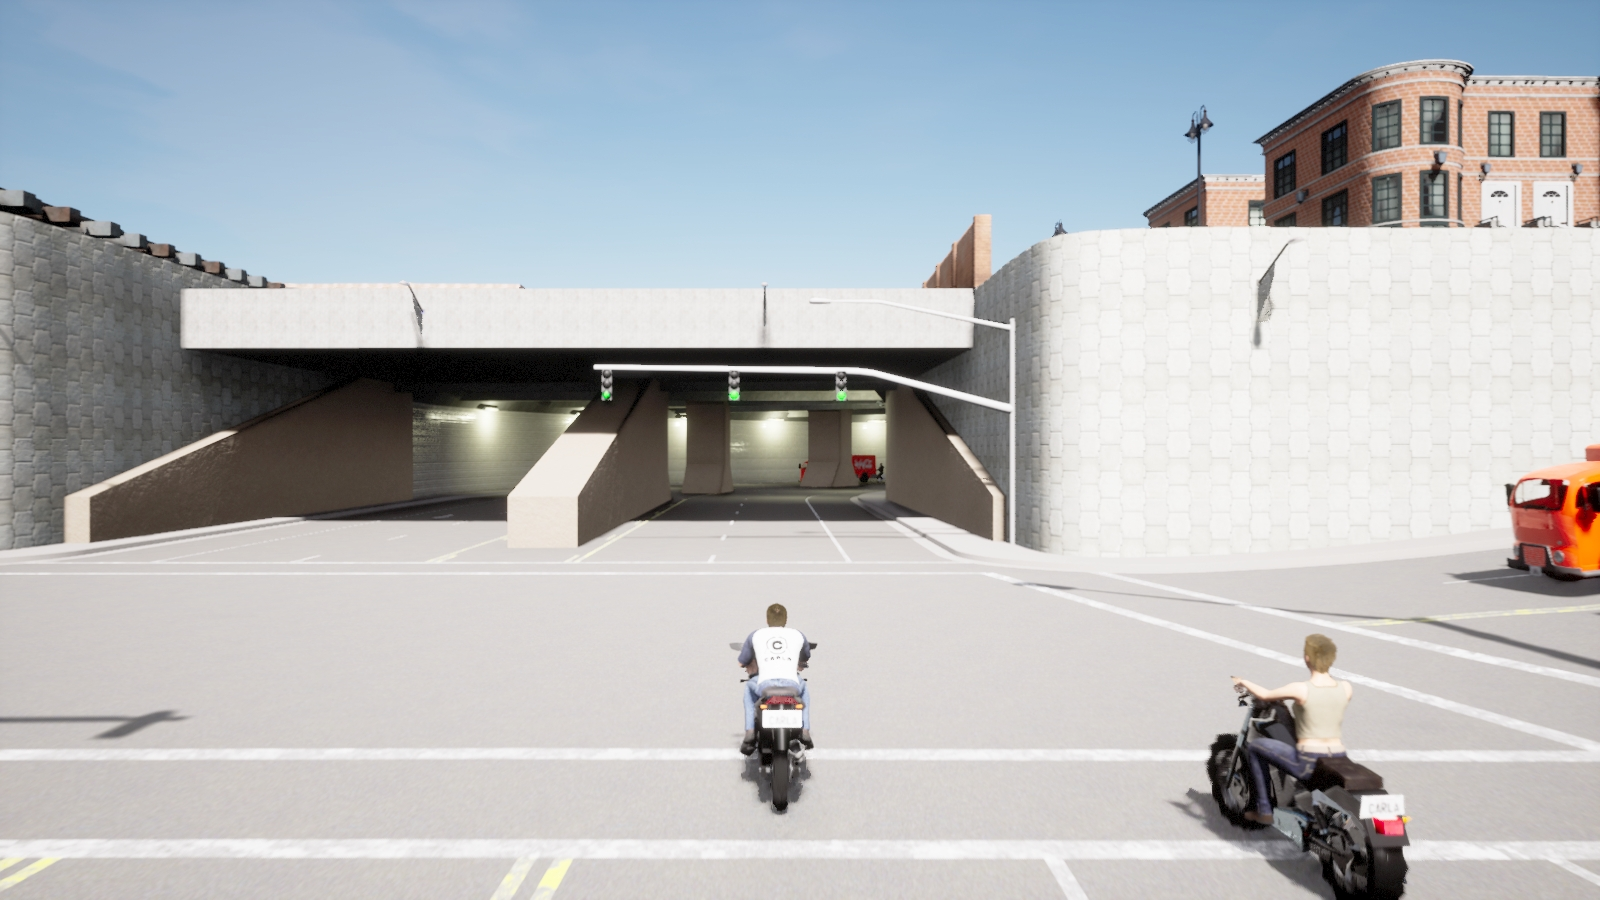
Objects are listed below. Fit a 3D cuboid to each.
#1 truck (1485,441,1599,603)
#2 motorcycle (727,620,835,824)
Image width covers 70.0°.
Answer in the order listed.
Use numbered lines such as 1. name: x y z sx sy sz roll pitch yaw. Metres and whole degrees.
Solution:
1. truck: 15.616 1.015 20.194 5.204 2.467 2.627 -6 0 0
2. motorcycle: -0.208 2.205 9.651 0.803 1.224 2.033 0 0 -4
